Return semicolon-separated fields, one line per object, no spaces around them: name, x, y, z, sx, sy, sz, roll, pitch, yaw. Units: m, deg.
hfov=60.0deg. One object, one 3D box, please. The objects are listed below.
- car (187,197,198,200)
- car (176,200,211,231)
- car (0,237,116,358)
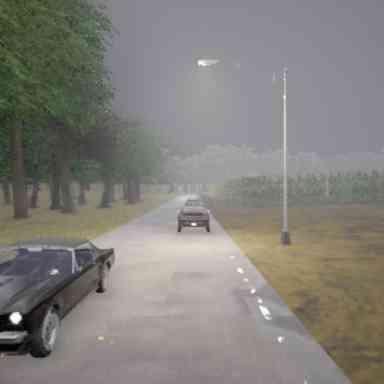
car;0.093;1.405;43.017;2.128;1.511;4.902;0;0;0
car;0.097;1.484;20.382;1.837;1.490;4.892;0;0;0
car;-2.846;1.599;6.147;1.895;1.301;4.718;0;0;0
